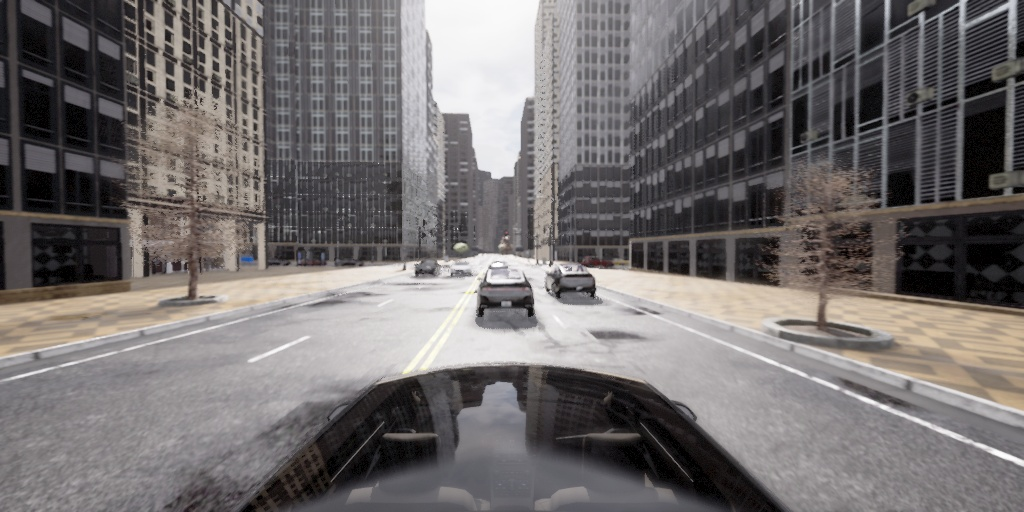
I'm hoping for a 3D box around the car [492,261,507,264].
[{"bbox_3d":[-1.145,1.187,31.747,2.033,1.411,5.357,0,0,-3],"label":"car"}]

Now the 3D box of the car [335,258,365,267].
[{"bbox_3d":[-25.199,1.043,55.756,4.313,1.339,1.948,0,0,-2],"label":"car"}]

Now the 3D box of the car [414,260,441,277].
[{"bbox_3d":[-7.963,1.155,34.130,1.837,1.490,4.892,0,0,-3],"label":"car"}]

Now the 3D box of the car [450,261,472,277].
[{"bbox_3d":[-4.707,1.165,34.007,1.812,1.442,4.674,0,0,-3],"label":"car"}]

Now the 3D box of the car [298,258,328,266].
[{"bbox_3d":[-30.882,1.024,55.606,4.207,1.307,1.802,0,0,-2],"label":"car"}]

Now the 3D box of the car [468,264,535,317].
[{"bbox_3d":[-0.263,1.202,13.060,2.128,1.511,4.902,0,0,-2],"label":"car"}]

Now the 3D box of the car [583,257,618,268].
[{"bbox_3d":[13.705,1.021,57.163,5.009,1.841,2.192,0,0,-2],"label":"car"}]

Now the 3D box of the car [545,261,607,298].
[{"bbox_3d":[2.781,1.176,17.796,2.128,1.511,4.902,0,0,-3],"label":"car"}]
